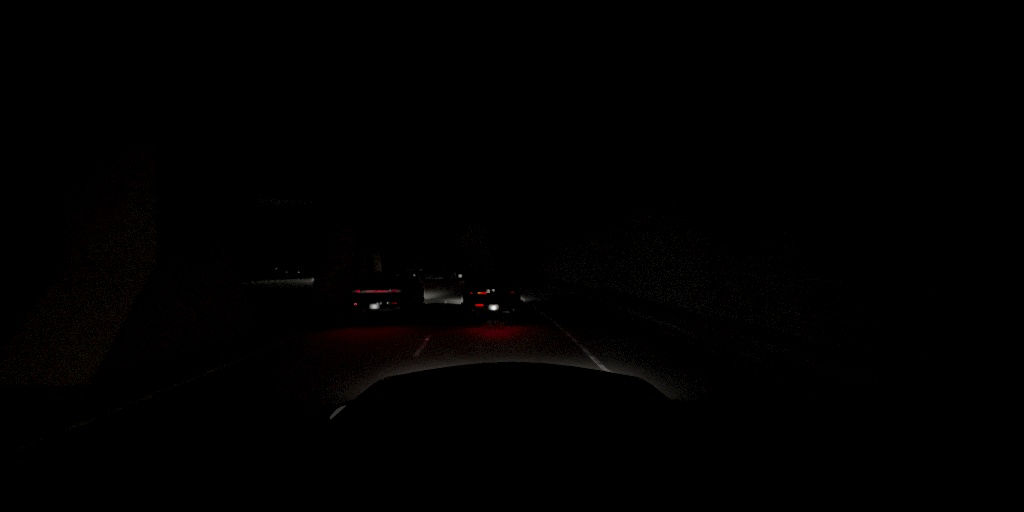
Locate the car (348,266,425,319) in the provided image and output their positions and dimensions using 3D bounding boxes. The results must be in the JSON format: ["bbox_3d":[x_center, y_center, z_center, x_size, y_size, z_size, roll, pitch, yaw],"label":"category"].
[{"bbox_3d":[-4.348,1.276,12.959,2.128,1.511,4.902,0,0,-7],"label":"car"}]

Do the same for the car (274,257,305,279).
[{"bbox_3d":[-21.831,1.107,35.312,2.150,2.045,5.566,0,0,-26],"label":"car"}]

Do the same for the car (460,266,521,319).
[{"bbox_3d":[-0.835,1.275,12.996,1.837,1.490,4.892,0,0,-7],"label":"car"}]

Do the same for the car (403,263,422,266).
[{"bbox_3d":[-8.533,1.322,30.663,2.128,1.511,4.902,0,0,-19],"label":"car"}]

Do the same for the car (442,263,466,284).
[{"bbox_3d":[-4.829,1.322,30.658,1.837,1.490,4.892,0,0,-18],"label":"car"}]
